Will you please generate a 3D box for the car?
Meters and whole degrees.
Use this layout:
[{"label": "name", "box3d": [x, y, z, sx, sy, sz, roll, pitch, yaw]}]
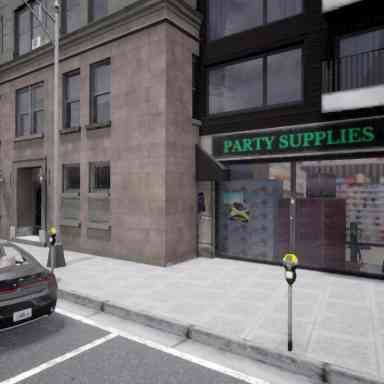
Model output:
[{"label": "car", "box3d": [-4.239, 1.550, 6.109, 4.403, 1.369, 2.008, 0, 0, 36]}]
